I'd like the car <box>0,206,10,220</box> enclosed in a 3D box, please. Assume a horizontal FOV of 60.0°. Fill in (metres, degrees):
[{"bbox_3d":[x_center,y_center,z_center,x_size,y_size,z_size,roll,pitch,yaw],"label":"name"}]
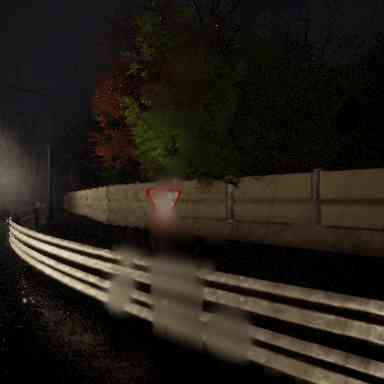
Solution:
[{"bbox_3d":[-20.989,2.231,35.954,2.033,1.411,5.357,0,-1,-21],"label":"car"}]
